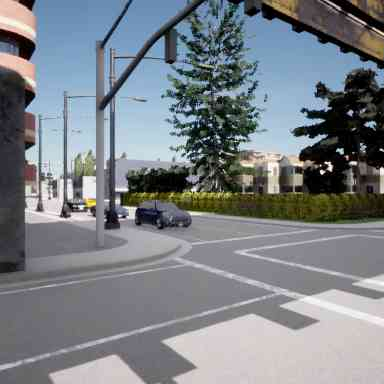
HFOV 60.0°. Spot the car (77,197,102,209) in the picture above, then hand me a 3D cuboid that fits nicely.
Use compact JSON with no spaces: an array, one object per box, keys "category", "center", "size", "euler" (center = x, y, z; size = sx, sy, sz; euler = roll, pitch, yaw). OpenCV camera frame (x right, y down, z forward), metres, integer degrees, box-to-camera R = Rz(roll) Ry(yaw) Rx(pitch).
[{"category":"car","center":[-14.061,1.478,45.323],"size":[1.882,1.535,5.008],"euler":[0,0,-34]}]

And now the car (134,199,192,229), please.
[{"category":"car","center":[-1.959,1.352,21.679],"size":[2.097,1.767,4.553],"euler":[0,0,-35]}]

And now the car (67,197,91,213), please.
[{"category":"car","center":[-13.292,1.492,37.809],"size":[2.128,1.511,4.902],"euler":[0,0,-35]}]

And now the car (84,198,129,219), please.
[{"category":"car","center":[-7.434,1.547,29.457],"size":[2.033,1.411,5.357],"euler":[0,0,-35]}]
